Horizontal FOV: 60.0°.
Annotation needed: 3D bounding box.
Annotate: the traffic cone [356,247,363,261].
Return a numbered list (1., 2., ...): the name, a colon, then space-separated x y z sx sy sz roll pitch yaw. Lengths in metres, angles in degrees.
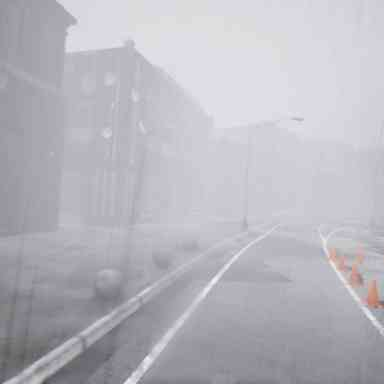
1. traffic cone: 6.613 2.473 13.112 0.340 0.580 0.340 3 -1 15

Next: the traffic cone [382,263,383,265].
1. traffic cone: 7.579 2.524 12.858 0.340 0.580 0.340 3 -1 15

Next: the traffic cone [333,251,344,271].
1. traffic cone: 5.140 2.372 11.433 0.340 0.580 0.340 3 -1 15

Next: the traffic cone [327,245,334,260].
1. traffic cone: 5.647 2.421 13.367 0.340 0.580 0.340 3 -1 15

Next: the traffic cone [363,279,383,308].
1. traffic cone: 4.126 2.273 7.565 0.340 0.580 0.340 3 -1 15

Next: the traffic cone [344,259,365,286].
1. traffic cone: 4.633 2.322 9.499 0.340 0.580 0.340 3 -1 15
